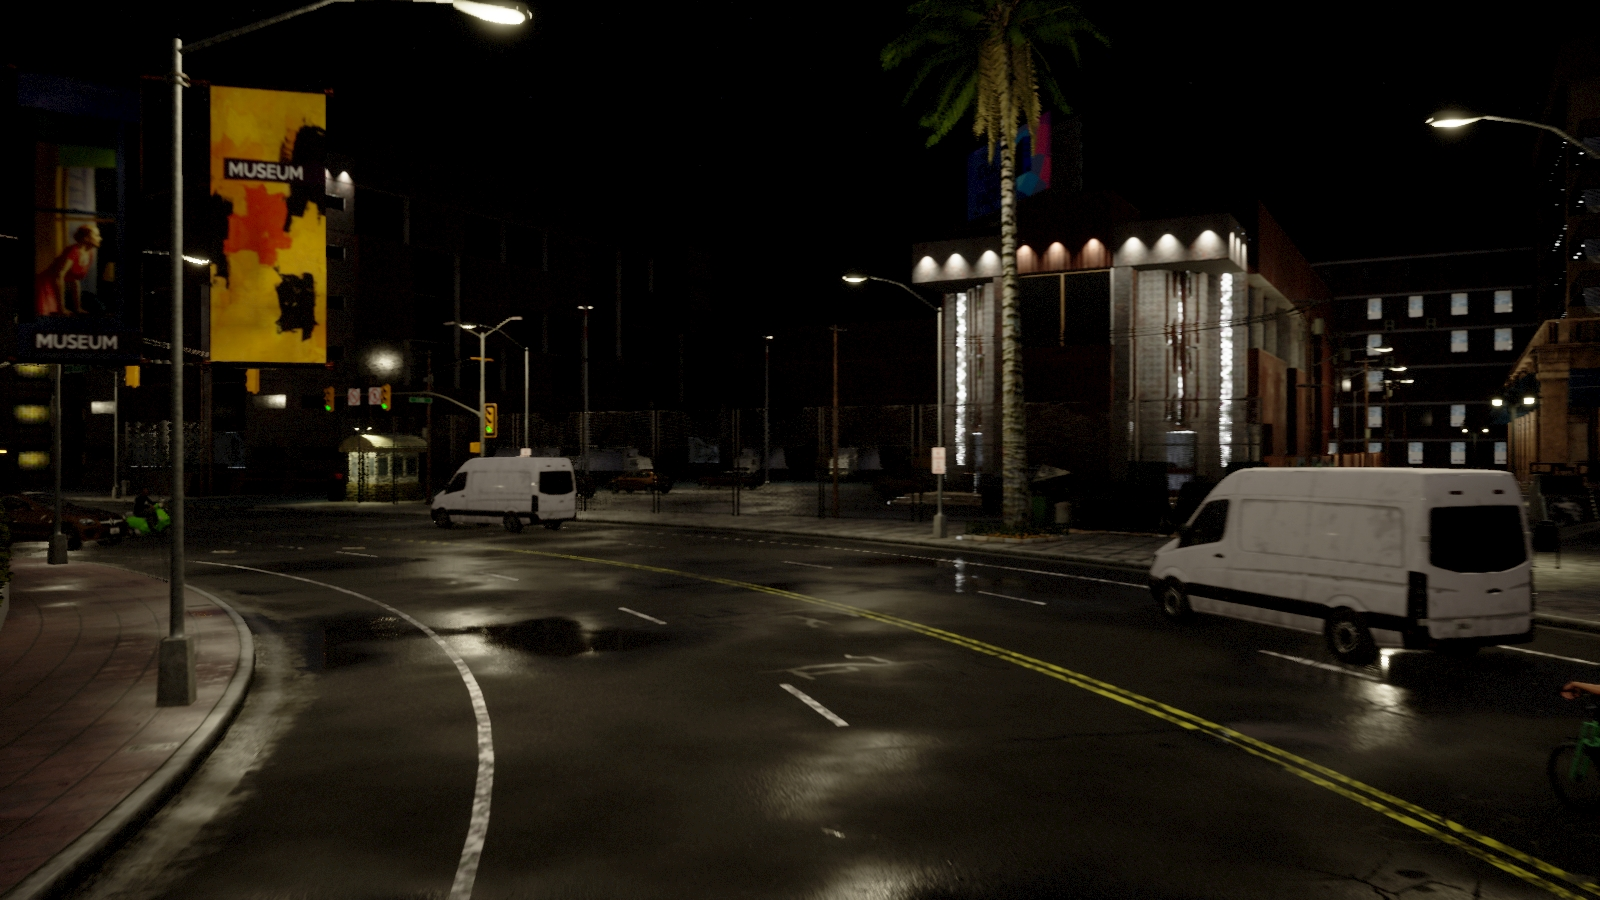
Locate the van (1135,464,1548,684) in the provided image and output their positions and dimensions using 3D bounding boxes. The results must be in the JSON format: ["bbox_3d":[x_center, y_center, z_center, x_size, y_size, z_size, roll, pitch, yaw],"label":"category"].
[{"bbox_3d":[7.534,1.531,16.862,1.988,2.561,5.915,0,0,-18],"label":"van"}]

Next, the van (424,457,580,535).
[{"bbox_3d":[-10.563,1.539,40.275,5.915,2.561,1.988,0,0,35],"label":"van"}]

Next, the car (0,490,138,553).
[{"bbox_3d":[-21.979,2.001,32.560,5.027,1.651,2.152,0,0,2],"label":"car"}]

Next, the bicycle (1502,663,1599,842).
[{"bbox_3d":[6.099,2.253,8.355,0.859,1.080,1.487,-1,0,-11],"label":"bicycle"}]
